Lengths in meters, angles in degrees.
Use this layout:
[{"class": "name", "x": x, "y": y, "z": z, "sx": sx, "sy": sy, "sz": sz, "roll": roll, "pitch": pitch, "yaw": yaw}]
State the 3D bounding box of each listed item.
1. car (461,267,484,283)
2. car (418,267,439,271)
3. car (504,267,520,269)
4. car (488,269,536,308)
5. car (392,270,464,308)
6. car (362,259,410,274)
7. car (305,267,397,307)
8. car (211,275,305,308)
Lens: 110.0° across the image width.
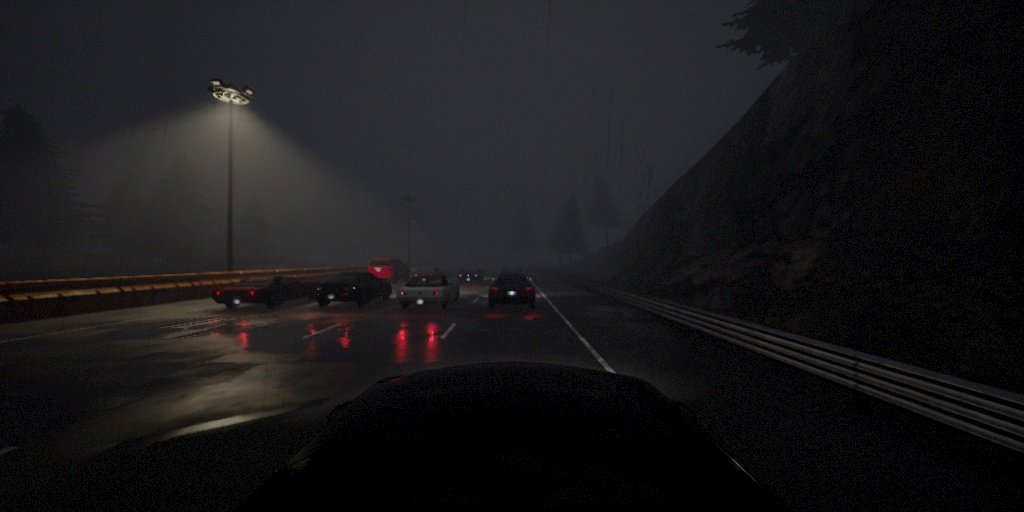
[{"class": "car", "x": -3.500, "y": 1.621, "z": 30.918, "sx": 1.895, "sy": 1.301, "sz": 4.718, "roll": 0, "pitch": 0, "yaw": 0}, {"class": "car", "x": -6.999, "y": 1.621, "z": 30.920, "sx": 1.895, "sy": 1.301, "sz": 4.718, "roll": 0, "pitch": 0, "yaw": 0}, {"class": "car", "x": 0.001, "y": 1.621, "z": 30.916, "sx": 1.895, "sy": 1.301, "sz": 4.718, "roll": 0, "pitch": 0, "yaw": 0}, {"class": "car", "x": -0.001, "y": 1.447, "z": 16.086, "sx": 1.994, "sy": 1.385, "sz": 4.181, "roll": 0, "pitch": 0, "yaw": 0}, {"class": "car", "x": -3.503, "y": 1.482, "z": 15.918, "sx": 1.895, "sy": 1.301, "sz": 4.718, "roll": 0, "pitch": 0, "yaw": 0}, {"class": "car", "x": -10.499, "y": 1.236, "z": 30.838, "sx": 2.150, "sy": 2.045, "sz": 5.566, "roll": 0, "pitch": 0, "yaw": 0}, {"class": "car", "x": -6.999, "y": 1.410, "z": 16.201, "sx": 1.812, "sy": 1.442, "sz": 4.674, "roll": 0, "pitch": 0, "yaw": 0}, {"class": "car", "x": -10.503, "y": 1.482, "z": 15.921, "sx": 1.895, "sy": 1.301, "sz": 4.718, "roll": 0, "pitch": 0, "yaw": 0}]
